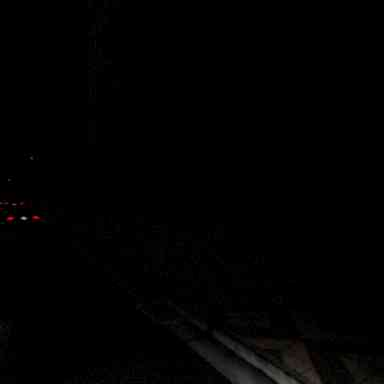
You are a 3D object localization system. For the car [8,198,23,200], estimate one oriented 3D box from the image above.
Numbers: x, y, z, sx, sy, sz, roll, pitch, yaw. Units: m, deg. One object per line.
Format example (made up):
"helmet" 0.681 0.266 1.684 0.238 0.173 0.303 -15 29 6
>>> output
"car" -20.586 1.353 38.647 1.994 1.385 4.181 0 0 -29

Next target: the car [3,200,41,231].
"car" -10.292 1.448 20.169 2.033 1.411 5.357 0 0 -29
